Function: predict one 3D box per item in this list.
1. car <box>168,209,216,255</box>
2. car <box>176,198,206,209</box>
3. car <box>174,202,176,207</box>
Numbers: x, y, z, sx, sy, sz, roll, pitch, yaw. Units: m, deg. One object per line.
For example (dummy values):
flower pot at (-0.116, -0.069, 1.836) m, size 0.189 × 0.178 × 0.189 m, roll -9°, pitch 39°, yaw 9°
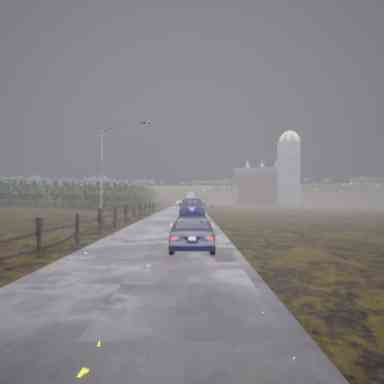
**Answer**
car at (0.004, 1.682, 13.981) m, size 2.033 × 1.411 × 5.357 m, roll 0°, pitch -1°, yaw 0°
car at (0.005, 1.517, 29.026) m, size 2.150 × 2.045 × 5.566 m, roll 0°, pitch -1°, yaw 0°
car at (-2.739, 2.481, 71.731) m, size 1.812 × 1.442 × 4.674 m, roll 0°, pitch -1°, yaw 0°
